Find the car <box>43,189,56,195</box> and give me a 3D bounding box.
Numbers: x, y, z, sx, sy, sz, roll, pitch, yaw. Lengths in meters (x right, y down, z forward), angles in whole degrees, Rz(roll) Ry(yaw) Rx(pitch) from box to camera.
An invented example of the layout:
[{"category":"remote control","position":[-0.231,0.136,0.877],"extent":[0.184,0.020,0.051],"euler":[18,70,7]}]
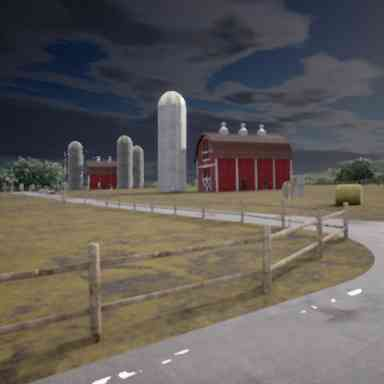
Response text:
[{"category":"car","position":[-36.593,0.144,86.156],"extent":[1.895,1.301,4.718],"euler":[0,1,-34]}]
